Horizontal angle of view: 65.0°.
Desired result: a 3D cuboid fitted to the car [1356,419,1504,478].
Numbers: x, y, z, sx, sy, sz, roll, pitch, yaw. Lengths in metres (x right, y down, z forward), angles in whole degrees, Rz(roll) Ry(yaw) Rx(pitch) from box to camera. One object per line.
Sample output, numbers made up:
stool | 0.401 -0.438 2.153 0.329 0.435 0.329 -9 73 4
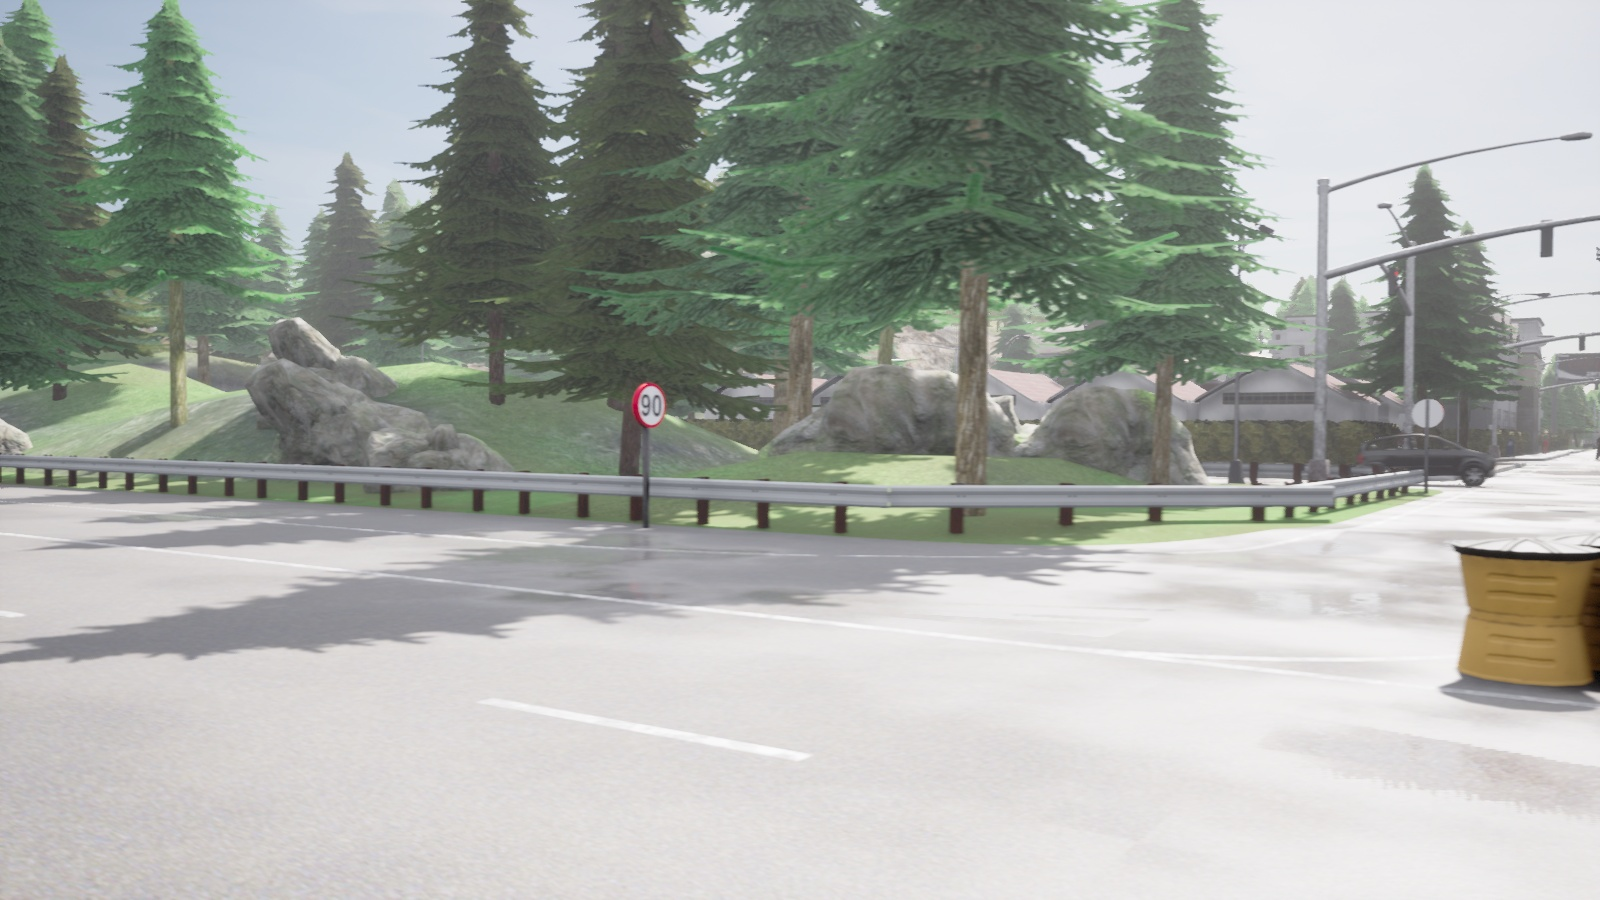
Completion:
car | 18.263 -0.036 36.552 3.705 1.549 1.789 -3 0 25
